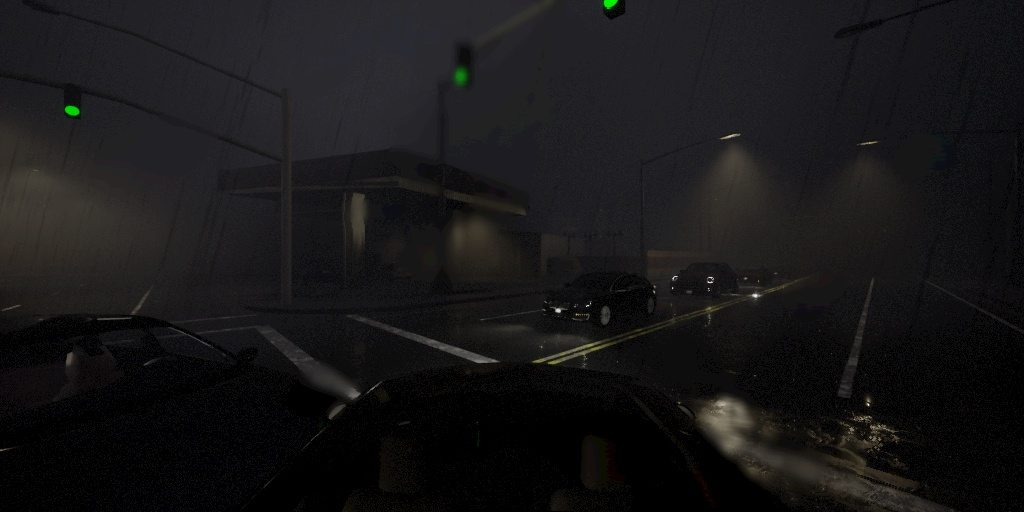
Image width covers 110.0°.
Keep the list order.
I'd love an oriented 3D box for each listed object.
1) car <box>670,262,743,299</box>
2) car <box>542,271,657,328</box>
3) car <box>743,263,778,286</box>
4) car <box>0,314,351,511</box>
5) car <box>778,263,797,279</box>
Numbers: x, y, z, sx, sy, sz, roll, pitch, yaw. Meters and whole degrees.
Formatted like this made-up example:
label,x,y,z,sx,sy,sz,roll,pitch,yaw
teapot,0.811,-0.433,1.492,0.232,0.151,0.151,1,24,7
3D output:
label,x,y,z,sx,sy,sz,roll,pitch,yaw
car,9.897,1.102,18.358,4.553,1.767,2.097,0,0,-44
car,2.993,1.255,11.579,4.892,1.490,1.837,0,0,-45
car,16.890,1.314,25.201,1.994,1.385,4.181,0,0,45
car,-3.396,1.242,2.622,4.902,1.511,2.128,0,0,15
car,24.092,1.314,32.185,4.181,1.385,1.994,0,0,-44
